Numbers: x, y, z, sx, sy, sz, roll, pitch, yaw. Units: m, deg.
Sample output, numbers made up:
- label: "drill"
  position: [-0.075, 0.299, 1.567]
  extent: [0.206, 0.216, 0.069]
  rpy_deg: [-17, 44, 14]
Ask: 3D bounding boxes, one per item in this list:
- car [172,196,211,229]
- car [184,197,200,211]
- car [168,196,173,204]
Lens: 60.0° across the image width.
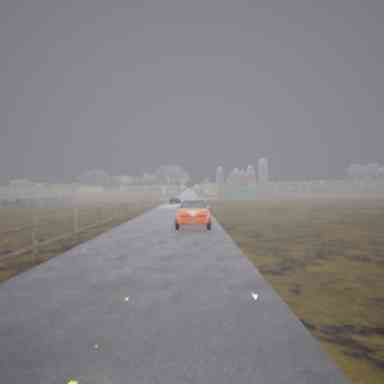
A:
- label: "car"
  position: [0.059, 1.274, 21.000]
  extent: [2.097, 1.767, 4.553]
  rpy_deg: [0, 0, 0]
- label: "car"
  position: [0.030, 1.343, 39.102]
  extent: [1.812, 1.442, 4.674]
  rpy_deg: [0, 0, 0]
- label: "car"
  position: [-2.855, 1.311, 55.088]
  extent: [1.895, 1.301, 4.718]
  rpy_deg: [0, 0, 0]
